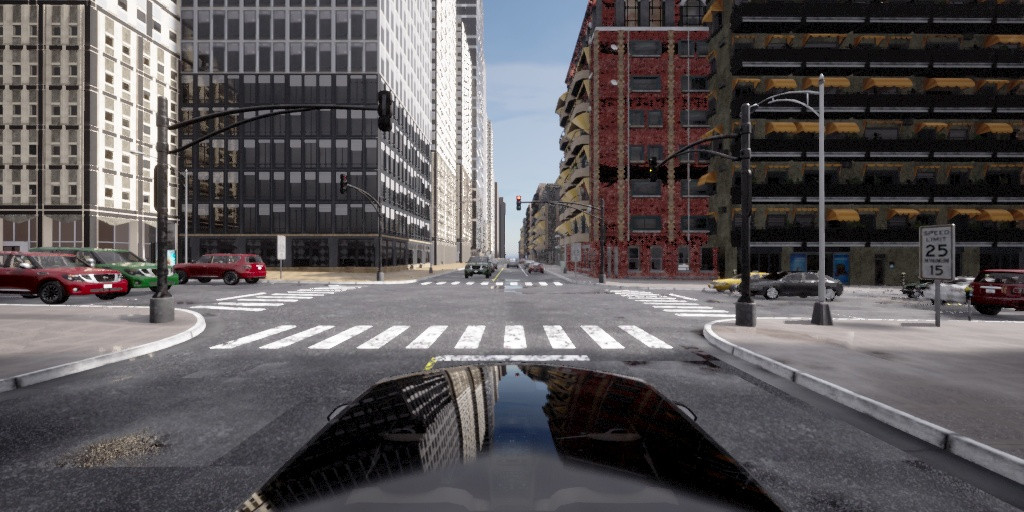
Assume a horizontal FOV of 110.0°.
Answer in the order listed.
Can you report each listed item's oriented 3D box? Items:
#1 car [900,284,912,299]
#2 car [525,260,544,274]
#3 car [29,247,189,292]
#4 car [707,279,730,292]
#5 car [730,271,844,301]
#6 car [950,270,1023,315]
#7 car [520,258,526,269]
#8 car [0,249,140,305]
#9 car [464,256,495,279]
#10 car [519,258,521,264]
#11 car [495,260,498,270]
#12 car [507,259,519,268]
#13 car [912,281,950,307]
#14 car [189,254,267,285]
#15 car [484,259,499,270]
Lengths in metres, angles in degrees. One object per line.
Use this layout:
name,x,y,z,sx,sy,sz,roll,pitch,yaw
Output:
car,24.213,1.827,19.451,4.718,1.301,1.895,1,0,-1
car,2.759,1.341,41.665,1.802,1.307,4.207,0,0,0
car,-18.244,0.658,15.904,5.566,2.045,2.150,1,0,-1
car,14.639,1.587,21.962,4.829,1.417,1.751,0,0,0
car,14.922,1.562,19.344,4.892,1.490,1.837,1,0,2
car,20.604,1.461,13.663,5.009,1.841,2.192,0,0,0
car,2.715,1.317,54.582,2.007,1.370,4.403,0,0,0
car,-17.570,0.757,13.315,5.009,1.841,2.192,0,0,0
car,-3.085,0.977,33.568,2.150,2.045,5.566,0,0,0
car,2.718,1.321,60.230,2.007,1.370,4.403,0,0,0
car,-3.074,1.286,43.642,1.812,1.442,4.674,0,0,0
car,0.134,1.336,62.165,1.994,1.385,4.181,0,0,0
car,21.579,1.696,16.229,4.674,1.442,1.812,1,0,0
car,-17.701,0.776,21.695,5.009,1.841,2.192,0,0,0
car,-3.064,1.244,53.915,1.882,1.535,5.008,0,0,0
